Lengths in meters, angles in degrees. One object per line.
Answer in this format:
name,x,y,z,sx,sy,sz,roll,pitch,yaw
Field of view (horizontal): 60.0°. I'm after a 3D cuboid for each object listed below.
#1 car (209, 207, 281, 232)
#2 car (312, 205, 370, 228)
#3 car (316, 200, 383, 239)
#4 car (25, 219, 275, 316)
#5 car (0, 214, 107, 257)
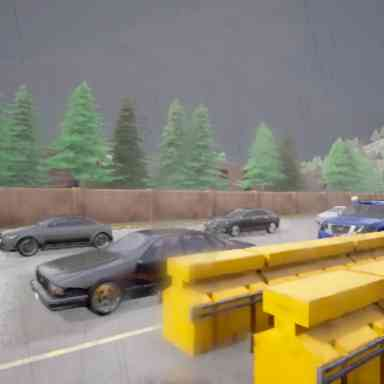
car,2.974,1.649,18.984,4.892,1.490,1.837,1,0,-35
car,11.225,1.780,24.859,4.674,1.442,1.812,1,0,-35
car,7.596,1.372,13.680,5.566,2.045,2.150,1,0,-35
car,-0.717,1.589,7.766,5.357,1.411,2.033,1,0,-35
car,-5.243,1.599,13.133,4.181,1.385,1.994,1,0,-35
